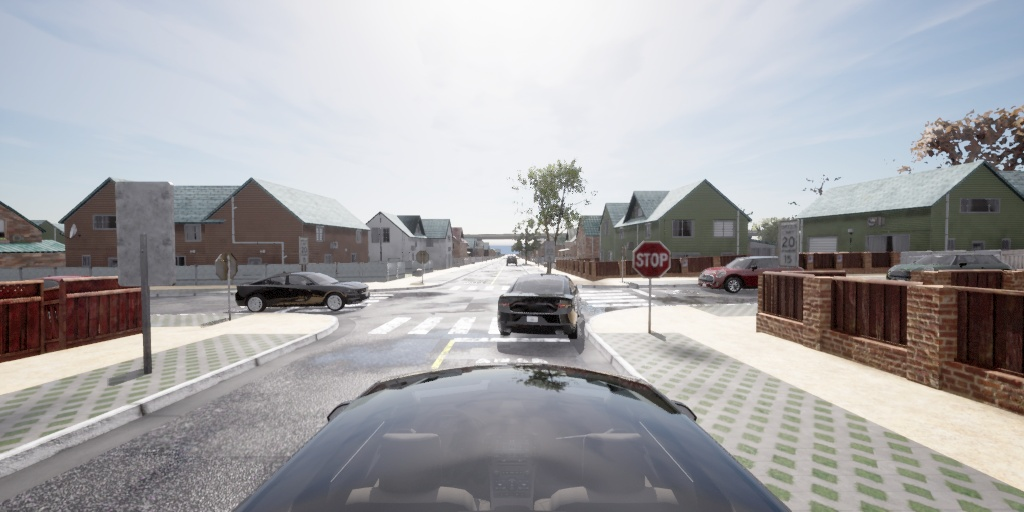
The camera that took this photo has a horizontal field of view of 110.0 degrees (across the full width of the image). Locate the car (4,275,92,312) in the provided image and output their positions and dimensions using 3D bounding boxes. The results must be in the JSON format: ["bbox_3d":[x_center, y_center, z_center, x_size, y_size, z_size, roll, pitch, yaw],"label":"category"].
[{"bbox_3d":[-18.028,1.546,14.670,5.008,1.535,1.882,-1,2,0],"label":"car"}]

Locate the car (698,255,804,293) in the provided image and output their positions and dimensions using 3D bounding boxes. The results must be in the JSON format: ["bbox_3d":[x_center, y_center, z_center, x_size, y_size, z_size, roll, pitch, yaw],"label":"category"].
[{"bbox_3d":[11.798,0.820,17.831,4.553,1.767,2.097,-1,2,0],"label":"car"}]

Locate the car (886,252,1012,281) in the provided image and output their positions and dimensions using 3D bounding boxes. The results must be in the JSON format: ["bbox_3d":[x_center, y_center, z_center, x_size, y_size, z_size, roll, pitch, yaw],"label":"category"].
[{"bbox_3d":[21.693,0.646,17.908,4.553,1.767,2.097,-1,2,0],"label":"car"}]

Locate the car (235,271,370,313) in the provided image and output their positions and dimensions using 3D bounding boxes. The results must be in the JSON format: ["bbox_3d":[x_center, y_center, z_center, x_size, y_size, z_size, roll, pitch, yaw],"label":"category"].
[{"bbox_3d":[-8.475,1.376,14.738,5.008,1.535,1.882,-1,2,0],"label":"car"}]

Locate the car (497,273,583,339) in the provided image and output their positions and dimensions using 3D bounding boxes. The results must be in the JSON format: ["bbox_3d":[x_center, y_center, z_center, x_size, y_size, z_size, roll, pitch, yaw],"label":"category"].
[{"bbox_3d":[0.953,1.224,10.216,1.882,1.535,5.008,0,0,12],"label":"car"}]
